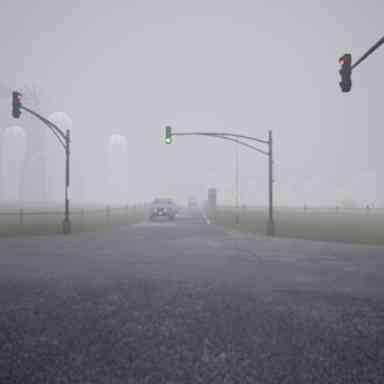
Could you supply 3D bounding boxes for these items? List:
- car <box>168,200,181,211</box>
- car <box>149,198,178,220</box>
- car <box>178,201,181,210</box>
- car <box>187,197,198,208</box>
[{"bbox_3d":[-2.712,2.064,52.339,1.882,1.535,5.008,0,-1,0],"label":"car"},{"bbox_3d":[-2.787,1.579,32.179,2.150,2.045,5.566,0,-1,1],"label":"car"},{"bbox_3d":[-2.747,1.995,42.142,1.812,1.442,4.674,0,-1,0],"label":"car"},{"bbox_3d":[0.158,2.203,62.061,1.837,1.490,4.892,0,-1,0],"label":"car"}]
